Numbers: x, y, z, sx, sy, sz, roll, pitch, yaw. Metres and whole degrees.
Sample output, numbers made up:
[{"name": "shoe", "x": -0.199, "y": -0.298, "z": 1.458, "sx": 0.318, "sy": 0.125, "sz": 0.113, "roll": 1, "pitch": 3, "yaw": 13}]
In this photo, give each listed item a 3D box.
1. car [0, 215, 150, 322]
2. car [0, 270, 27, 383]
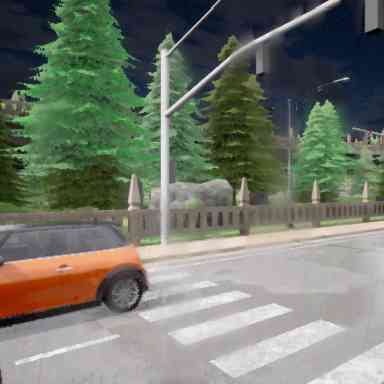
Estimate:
[{"name": "car", "x": -3.140, "y": 1.352, "z": 6.051, "sx": 4.553, "sy": 1.767, "sz": 2.097, "roll": 0, "pitch": 0, "yaw": -35}, {"name": "car", "x": -3.609, "y": 1.491, "z": 1.420, "sx": 4.902, "sy": 1.511, "sz": 2.128, "roll": 0, "pitch": 0, "yaw": -35}]
